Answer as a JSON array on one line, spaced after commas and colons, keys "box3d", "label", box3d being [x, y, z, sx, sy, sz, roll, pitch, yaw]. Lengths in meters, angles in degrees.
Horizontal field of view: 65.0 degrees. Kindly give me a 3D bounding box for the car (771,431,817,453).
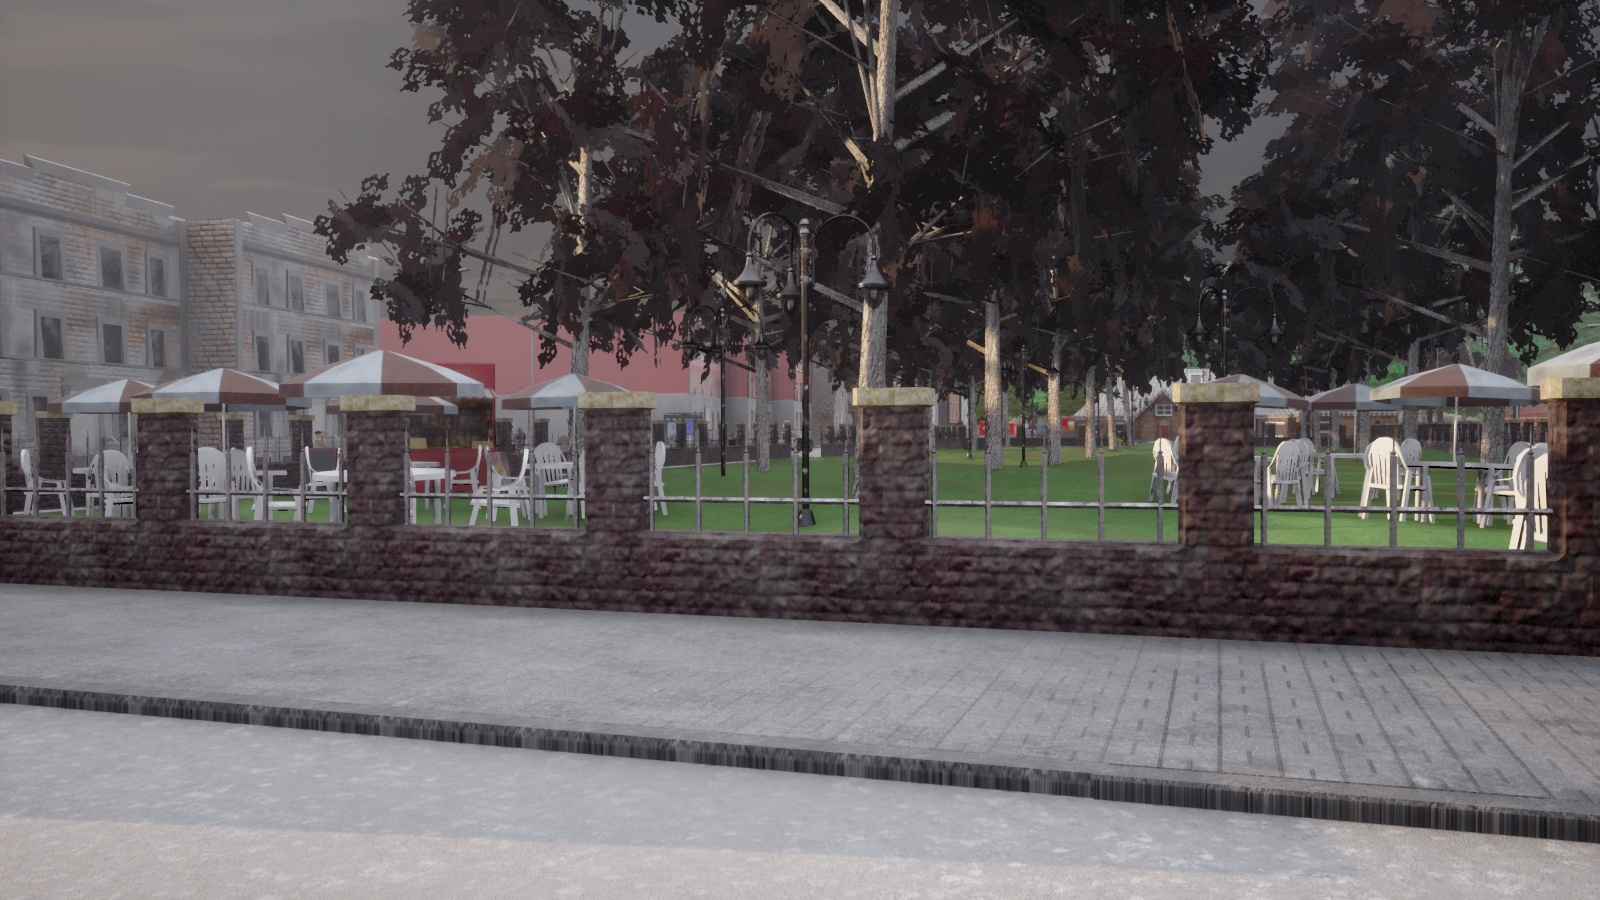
[{"box3d": [-0.404, -0.565, 84.647, 1.970, 1.475, 3.806, 1, 1, 18], "label": "car"}]
